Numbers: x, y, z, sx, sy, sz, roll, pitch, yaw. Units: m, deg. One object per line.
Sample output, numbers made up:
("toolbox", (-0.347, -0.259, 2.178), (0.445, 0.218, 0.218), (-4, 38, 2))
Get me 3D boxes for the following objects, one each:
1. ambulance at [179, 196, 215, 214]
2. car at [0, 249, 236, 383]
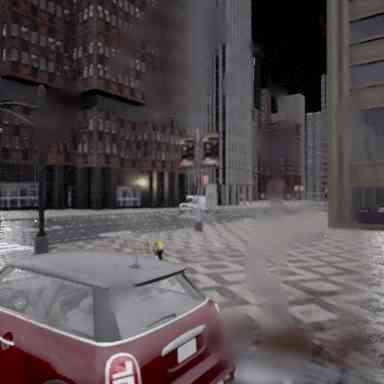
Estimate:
("ambulance", (0.678, 1.733, 47.533), (2.351, 2.431, 6.366), (0, -1, 35))
("car", (-1.623, 1.455, 4.126), (4.097, 1.590, 1.967), (0, 0, 36))
